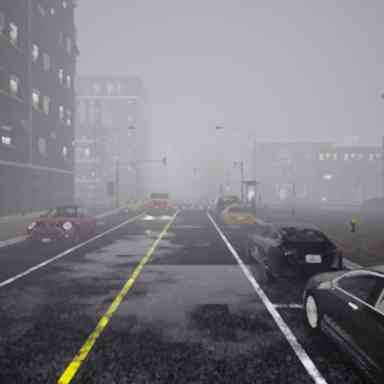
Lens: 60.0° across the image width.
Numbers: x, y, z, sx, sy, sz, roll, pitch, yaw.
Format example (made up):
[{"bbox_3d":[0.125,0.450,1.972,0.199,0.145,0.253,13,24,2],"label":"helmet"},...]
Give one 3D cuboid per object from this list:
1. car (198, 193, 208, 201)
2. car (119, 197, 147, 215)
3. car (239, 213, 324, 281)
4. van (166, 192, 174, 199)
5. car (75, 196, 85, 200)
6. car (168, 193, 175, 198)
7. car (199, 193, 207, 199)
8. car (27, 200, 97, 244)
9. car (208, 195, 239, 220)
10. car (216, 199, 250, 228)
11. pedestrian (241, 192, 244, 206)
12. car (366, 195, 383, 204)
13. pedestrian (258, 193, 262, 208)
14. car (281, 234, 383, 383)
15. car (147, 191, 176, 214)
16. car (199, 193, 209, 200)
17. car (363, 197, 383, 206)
[{"bbox_3d":[2.671,1.104,69.550,2.008,1.369,4.403,0,0,0],"label":"car"},{"bbox_3d":[-5.700,1.309,31.427,1.752,1.417,4.829,0,0,0],"label":"car"},{"bbox_3d":[2.687,1.501,9.441,1.947,1.339,4.313,0,0,0],"label":"car"},{"bbox_3d":[-5.715,0.806,86.638,1.690,1.788,3.998,0,0,0],"label":"van"},{"bbox_3d":[-17.285,0.949,45.826,5.009,1.841,2.192,0,0,0],"label":"car"},{"bbox_3d":[-5.716,1.019,92.336,1.802,1.307,4.206,0,0,0],"label":"car"},{"bbox_3d":[2.668,0.934,80.942,1.967,1.590,4.097,0,0,0],"label":"car"},{"bbox_3d":[-5.695,1.336,14.978,1.967,1.590,4.097,0,0,0],"label":"car"},{"bbox_3d":[2.683,1.136,26.058,2.192,1.841,5.009,0,0,0],"label":"car"},{"bbox_3d":[2.684,1.383,20.689,1.752,1.417,4.829,0,0,0],"label":"car"},{"bbox_3d":[6.124,0.864,40.601,0.375,1.860,0.375,0,0,0],"label":"pedestrian"},{"bbox_3d":[31.430,1.302,54.567,4.829,1.417,1.752,0,0,0],"label":"car"},{"bbox_3d":[8.124,0.975,40.003,0.375,1.860,0.375,0,0,0],"label":"pedestrian"},{"bbox_3d":[2.688,1.523,3.901,2.008,1.369,4.403,0,0,0],"label":"car"},{"bbox_3d":[-3.068,1.003,32.023,2.150,2.045,5.566,0,0,1],"label":"car"},{"bbox_3d":[2.670,0.964,75.246,1.967,1.590,4.097,0,0,0],"label":"car"},{"bbox_3d":[26.138,1.355,46.095,4.507,1.381,1.887,0,0,0],"label":"car"}]
